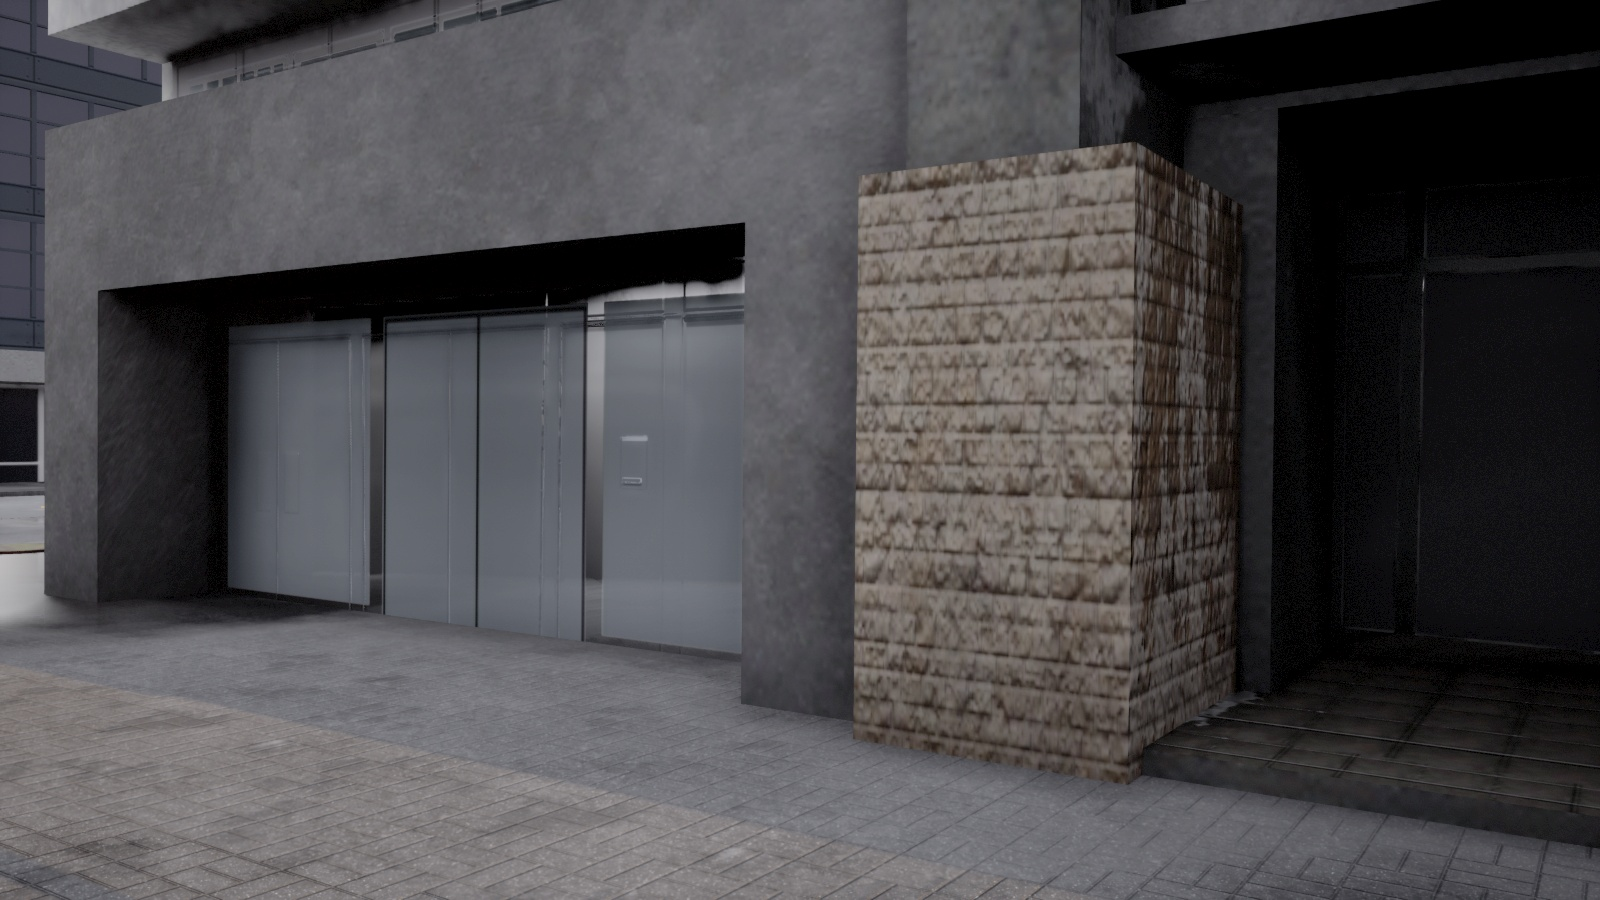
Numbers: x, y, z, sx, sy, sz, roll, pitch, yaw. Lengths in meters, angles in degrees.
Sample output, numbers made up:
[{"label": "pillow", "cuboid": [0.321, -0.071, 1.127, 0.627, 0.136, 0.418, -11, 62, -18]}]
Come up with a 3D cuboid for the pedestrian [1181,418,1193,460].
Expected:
[{"label": "pedestrian", "cuboid": [16.900, -0.468, 54.793, 0.345, 1.836, 0.594, 0, 1, 32]}]
